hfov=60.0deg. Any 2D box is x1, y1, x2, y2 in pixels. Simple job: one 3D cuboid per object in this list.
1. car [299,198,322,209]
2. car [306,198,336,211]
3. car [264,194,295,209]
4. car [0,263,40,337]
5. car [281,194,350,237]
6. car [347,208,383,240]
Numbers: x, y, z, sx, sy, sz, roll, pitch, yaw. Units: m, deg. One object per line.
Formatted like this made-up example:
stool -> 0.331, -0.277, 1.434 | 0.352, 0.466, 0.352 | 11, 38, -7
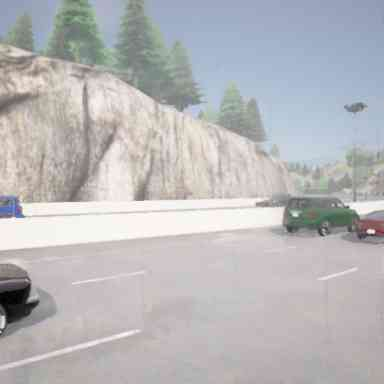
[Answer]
car -> 17.672, 1.643, 49.521 | 1.812, 1.442, 4.674 | 0, 0, 40
car -> 16.743, 1.594, 43.068 | 2.128, 1.511, 4.902 | 0, 0, 41
car -> 13.053, 1.338, 49.465 | 2.150, 2.045, 5.566 | 0, 0, 41
car -> -4.801, 1.611, 4.702 | 4.718, 1.301, 1.895 | 0, 0, -35
car -> 7.290, 1.266, 18.661 | 5.566, 2.045, 2.150 | 0, 0, -41
car -> 9.576, 1.565, 16.058 | 4.674, 1.442, 1.812 | 0, 0, -41
